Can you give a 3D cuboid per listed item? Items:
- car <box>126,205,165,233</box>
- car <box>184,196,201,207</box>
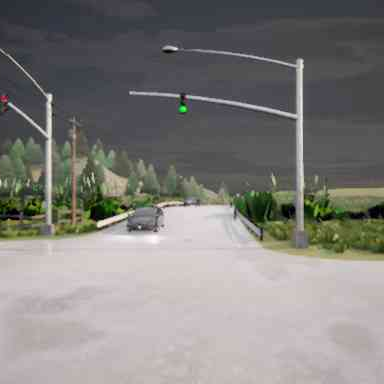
[{"bbox_3d":[-2.852,1.663,21.101,1.837,1.490,4.892,0,2,2],"label":"car"},{"bbox_3d":[0.071,1.348,47.658,2.128,1.511,4.902,0,-2,10],"label":"car"}]
